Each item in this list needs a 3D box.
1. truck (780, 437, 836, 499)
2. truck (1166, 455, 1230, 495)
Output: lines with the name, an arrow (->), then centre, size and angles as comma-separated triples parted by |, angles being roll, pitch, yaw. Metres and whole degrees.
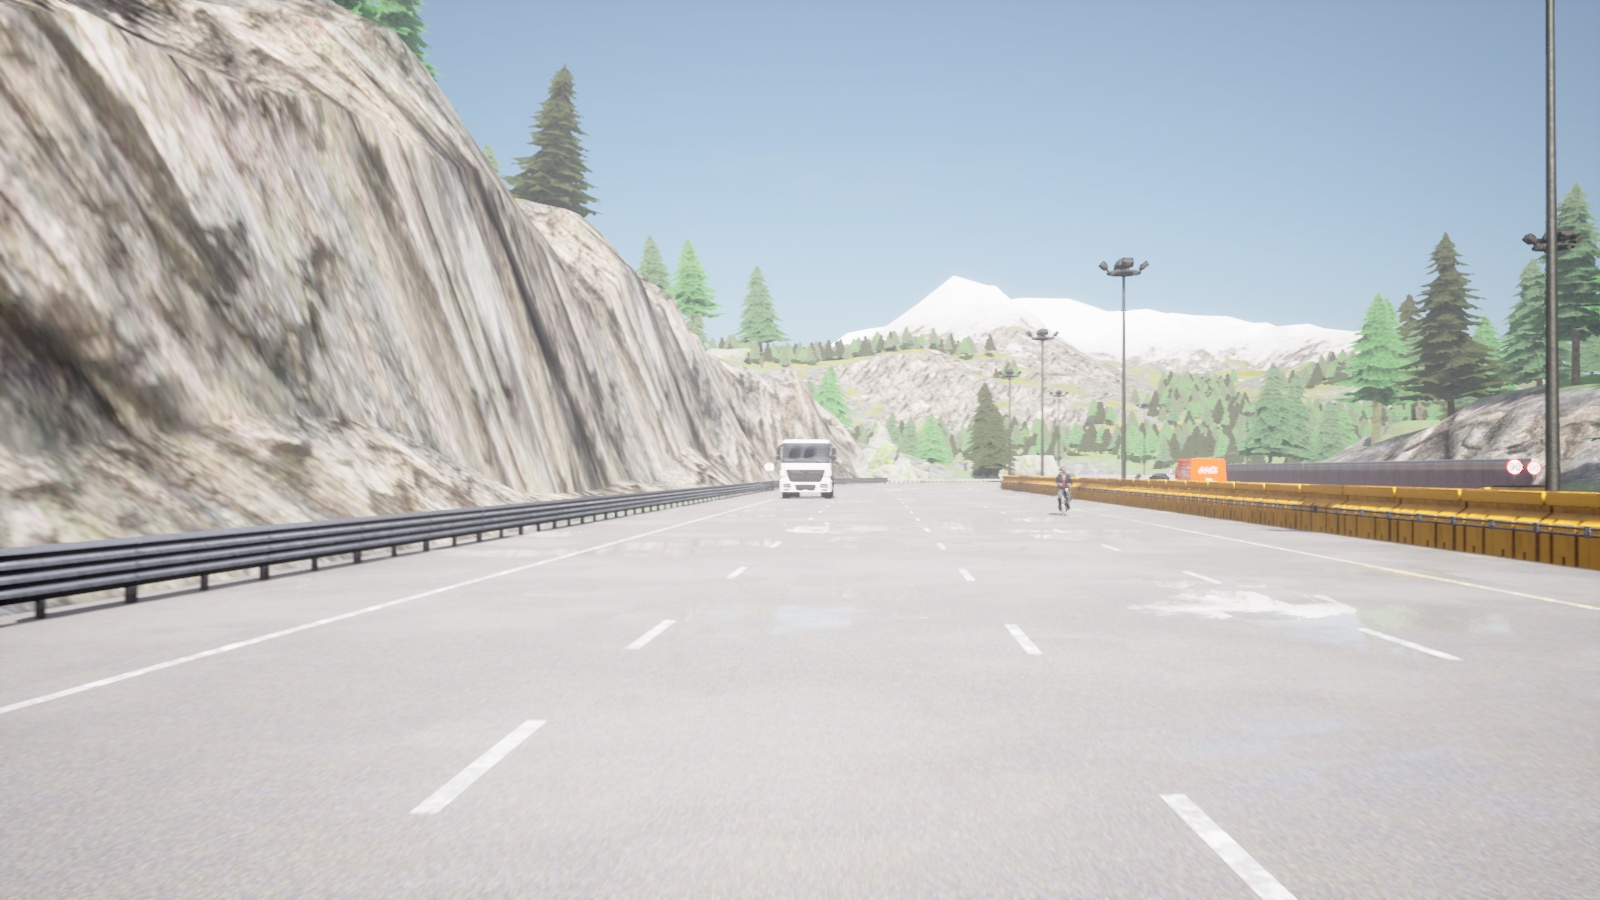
truck -> 0.562, 1.061, 73.497 | 2.891, 3.462, 7.936 | 0, -1, 3
truck -> 25.477, 1.584, 80.549 | 2.627, 2.467, 5.204 | 0, -1, 3
